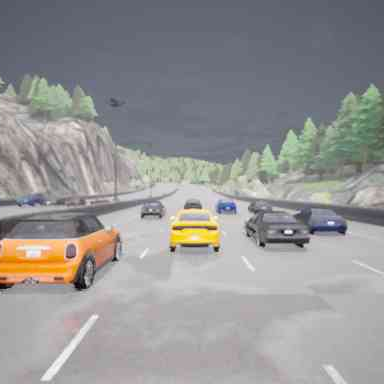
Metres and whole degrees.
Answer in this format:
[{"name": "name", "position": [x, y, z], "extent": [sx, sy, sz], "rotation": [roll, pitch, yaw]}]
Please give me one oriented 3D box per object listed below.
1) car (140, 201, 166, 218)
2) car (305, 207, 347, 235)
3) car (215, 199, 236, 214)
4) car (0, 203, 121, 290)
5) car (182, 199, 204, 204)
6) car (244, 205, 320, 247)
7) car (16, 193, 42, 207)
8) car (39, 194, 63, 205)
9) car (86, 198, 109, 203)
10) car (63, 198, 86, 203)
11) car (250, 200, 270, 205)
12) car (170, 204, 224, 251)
[{"name": "car", "position": [-3.396, 1.540, 29.735], "extent": [2.033, 1.411, 5.357], "rotation": [0, 0, 0]}, {"name": "car", "position": [7.102, 1.559, 19.008], "extent": [1.994, 1.385, 4.181], "rotation": [0, 0, 0]}, {"name": "car", "position": [3.605, 1.469, 35.901], "extent": [1.882, 1.535, 5.008], "rotation": [0, 0, 0]}, {"name": "car", "position": [-3.402, 1.349, 9.270], "extent": [2.097, 1.767, 4.553], "rotation": [0, 0, 0]}, {"name": "car", "position": [0.104, 1.497, 34.498], "extent": [1.837, 1.490, 4.892], "rotation": [0, 0, 0]}, {"name": "car", "position": [3.602, 1.543, 14.948], "extent": [2.033, 1.411, 5.357], "rotation": [0, 0, 0]}, {"name": "car", "position": [-24.543, 1.209, 50.790], "extent": [2.150, 2.045, 5.566], "rotation": [0, 0, 1]}, {"name": "car", "position": [-21.050, 1.480, 51.209], "extent": [2.128, 1.511, 4.902], "rotation": [0, 0, 1]}, {"name": "car", "position": [-14.061, 1.590, 50.564], "extent": [1.895, 1.301, 4.718], "rotation": [0, 0, 0]}, {"name": "car", "position": [-17.555, 1.553, 50.711], "extent": [1.994, 1.385, 4.181], "rotation": [0, 0, 0]}, {"name": "car", "position": [7.104, 1.555, 34.870], "extent": [1.994, 1.385, 4.181], "rotation": [0, 0, 0]}, {"name": "car", "position": [0.101, 1.474, 14.210], "extent": [1.882, 1.535, 5.008], "rotation": [0, 0, 0]}]
